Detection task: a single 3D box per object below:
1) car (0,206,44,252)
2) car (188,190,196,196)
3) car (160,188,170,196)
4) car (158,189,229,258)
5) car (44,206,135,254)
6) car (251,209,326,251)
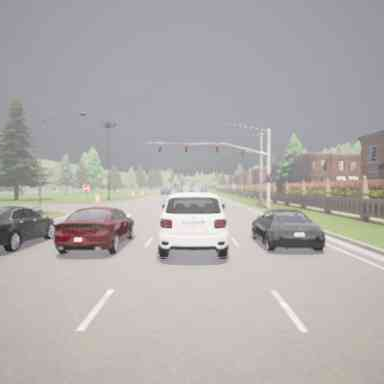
[{"bbox_3d":[-6.937,1.292,12.797,1.837,1.490,4.892,0,-1,0],"label":"car"},{"bbox_3d":[0.000,0.156,85.829,2.033,1.411,5.357,0,1,0],"label":"car"},{"bbox_3d":[-7.000,-0.034,86.213,2.097,1.767,4.553,0,1,0],"label":"car"},{"bbox_3d":[0.056,1.026,12.034,2.150,2.045,5.566,0,1,0],"label":"car"},{"bbox_3d":[-3.440,1.274,12.576,1.882,1.535,5.008,0,0,0],"label":"car"},{"bbox_3d":[3.564,1.352,12.973,1.994,1.385,4.181,0,1,0],"label":"car"}]
